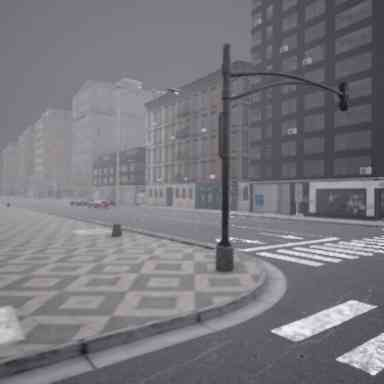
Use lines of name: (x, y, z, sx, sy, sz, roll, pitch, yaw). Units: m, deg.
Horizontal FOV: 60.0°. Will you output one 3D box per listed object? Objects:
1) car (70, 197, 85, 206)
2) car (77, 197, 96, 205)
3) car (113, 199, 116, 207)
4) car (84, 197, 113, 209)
car: (-19.162, 1.748, 56.223, 1.895, 1.301, 4.718, 1, -1, -36)
car: (-20.084, 1.683, 63.271, 2.128, 1.511, 4.902, 1, -1, -36)
car: (-14.029, 1.681, 54.807, 1.837, 1.490, 4.892, 1, -1, -36)
car: (-13.721, 1.659, 48.677, 1.812, 1.442, 4.674, 1, -1, -36)
